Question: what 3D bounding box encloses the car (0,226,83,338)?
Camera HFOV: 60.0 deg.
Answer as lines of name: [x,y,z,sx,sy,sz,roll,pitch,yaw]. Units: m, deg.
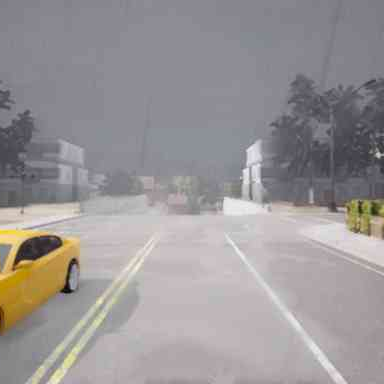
car: [-3.574,1.474,5.976,1.882,1.535,5.008,0,0,1]
